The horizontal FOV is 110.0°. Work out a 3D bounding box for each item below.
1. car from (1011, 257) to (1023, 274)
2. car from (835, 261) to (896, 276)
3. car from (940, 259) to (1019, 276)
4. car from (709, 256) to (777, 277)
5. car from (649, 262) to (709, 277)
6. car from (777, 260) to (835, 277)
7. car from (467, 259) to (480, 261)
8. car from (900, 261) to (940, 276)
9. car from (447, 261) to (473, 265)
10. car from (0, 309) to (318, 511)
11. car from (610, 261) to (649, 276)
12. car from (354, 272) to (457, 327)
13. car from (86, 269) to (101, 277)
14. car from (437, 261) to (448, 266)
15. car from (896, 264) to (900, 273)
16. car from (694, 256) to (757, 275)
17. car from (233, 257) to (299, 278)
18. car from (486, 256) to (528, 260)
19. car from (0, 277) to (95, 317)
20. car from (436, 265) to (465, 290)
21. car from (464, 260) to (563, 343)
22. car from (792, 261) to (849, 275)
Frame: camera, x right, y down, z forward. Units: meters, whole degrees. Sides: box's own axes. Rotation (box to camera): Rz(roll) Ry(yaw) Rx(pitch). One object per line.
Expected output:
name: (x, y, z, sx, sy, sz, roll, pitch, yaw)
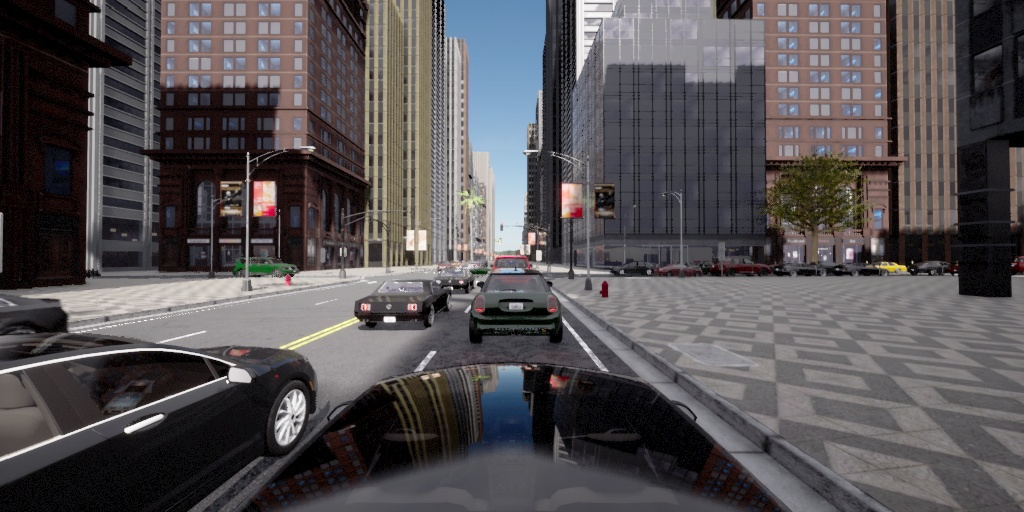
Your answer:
car: (49.077, 0.973, 33.476, 5.009, 1.841, 2.192, 0, 0, -1)
car: (32.163, 1.260, 33.178, 4.313, 1.339, 1.948, 0, 0, -1)
car: (43.439, 1.214, 33.377, 4.507, 1.381, 1.888, 0, 0, -1)
car: (20.890, 1.041, 32.979, 5.009, 1.841, 2.192, 0, 0, -1)
car: (15.251, 1.327, 32.880, 4.207, 1.307, 1.802, 0, 0, -1)
car: (26.527, 1.275, 33.078, 4.313, 1.339, 1.948, 0, 0, -1)
car: (-6.700, 1.633, 60.986, 1.895, 1.301, 4.718, 0, 0, 0)
car: (42.519, 1.227, 35.992, 4.674, 1.442, 1.812, 0, -1, -1)
car: (-3.608, 1.442, 35.065, 4.718, 1.301, 1.895, 0, -1, -1)
car: (-3.151, 1.255, 2.186, 1.837, 1.490, 4.892, 0, 0, 0)
car: (13.027, 1.326, 38.616, 4.892, 1.490, 1.837, 0, -1, -1)
car: (-3.168, 1.361, 11.507, 1.895, 1.301, 4.718, 0, 0, 0)
car: (-43.448, 1.568, 34.807, 5.357, 1.411, 2.033, 0, -1, 0)
car: (-9.947, 1.503, 53.076, 1.812, 1.442, 4.674, 0, 0, -3)
car: (43.125, 1.295, 41.897, 4.829, 1.417, 1.751, 0, 0, -1)
car: (23.067, 1.009, 38.803, 5.566, 2.045, 2.150, 0, -1, -2)
car: (-23.885, 1.152, 34.828, 5.566, 2.045, 2.150, 0, -1, 0)
car: (-0.038, 1.003, 19.380, 2.150, 2.045, 5.566, 0, 0, 0)
car: (-9.854, 1.243, 5.133, 2.128, 1.511, 4.902, 0, 0, 0)
car: (-3.191, 1.388, 20.675, 1.895, 1.301, 4.718, 0, 0, 0)
car: (0.080, 1.108, 9.860, 2.097, 1.767, 4.553, 0, 0, 0)
car: (33.424, 1.285, 38.969, 4.674, 1.442, 1.812, 0, -1, -1)
